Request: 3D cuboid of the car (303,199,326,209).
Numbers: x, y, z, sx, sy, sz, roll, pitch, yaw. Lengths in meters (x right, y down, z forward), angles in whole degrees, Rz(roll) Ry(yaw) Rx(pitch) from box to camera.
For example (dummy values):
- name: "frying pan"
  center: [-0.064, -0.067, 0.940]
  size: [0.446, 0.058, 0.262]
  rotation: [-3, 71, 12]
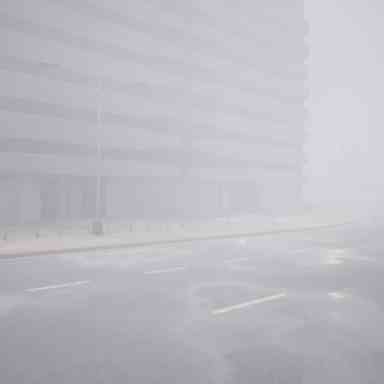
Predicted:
- name: "car"
  center: [19.793, 2.020, 56.335]
  size: [1.882, 1.535, 5.008]
  rotation: [1, -1, -19]

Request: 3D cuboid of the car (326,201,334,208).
- name: "car"
  center: [22.763, 2.091, 58.481]
  size: [1.837, 1.490, 4.892]
  rotation: [1, -1, -20]
